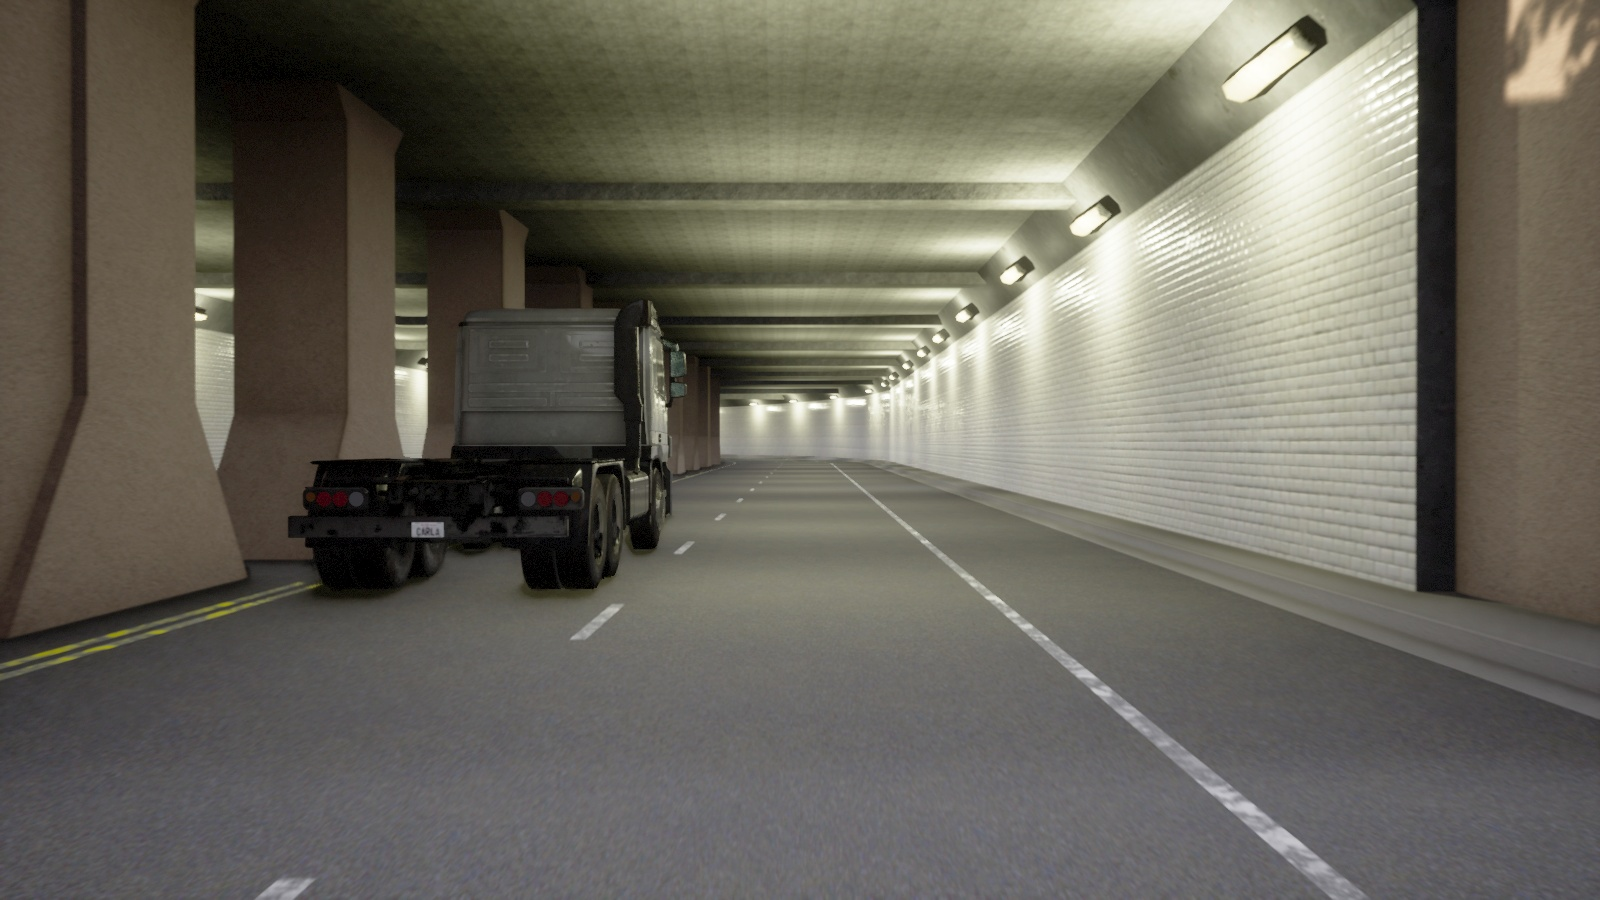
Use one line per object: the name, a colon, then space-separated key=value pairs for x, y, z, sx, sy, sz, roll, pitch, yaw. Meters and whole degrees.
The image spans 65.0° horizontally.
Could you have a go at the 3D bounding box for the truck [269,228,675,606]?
truck: x=-3.398 y=-0.325 z=15.480 sx=2.891 sy=3.462 sz=7.936 roll=0 pitch=0 yaw=0
